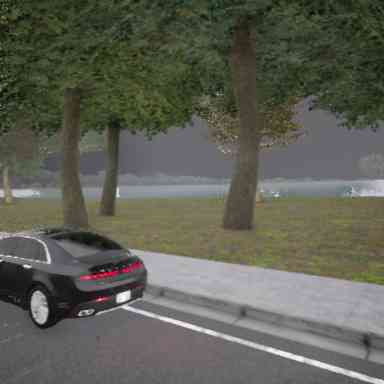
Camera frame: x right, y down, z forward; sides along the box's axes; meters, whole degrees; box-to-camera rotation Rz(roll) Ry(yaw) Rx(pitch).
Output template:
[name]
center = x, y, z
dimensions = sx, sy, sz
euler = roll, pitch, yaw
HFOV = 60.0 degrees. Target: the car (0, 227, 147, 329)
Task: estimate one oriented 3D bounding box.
[car]
center = -3.115, 1.518, 7.022
dimensions = 4.892, 1.490, 1.837
euler = 0, 0, 36
